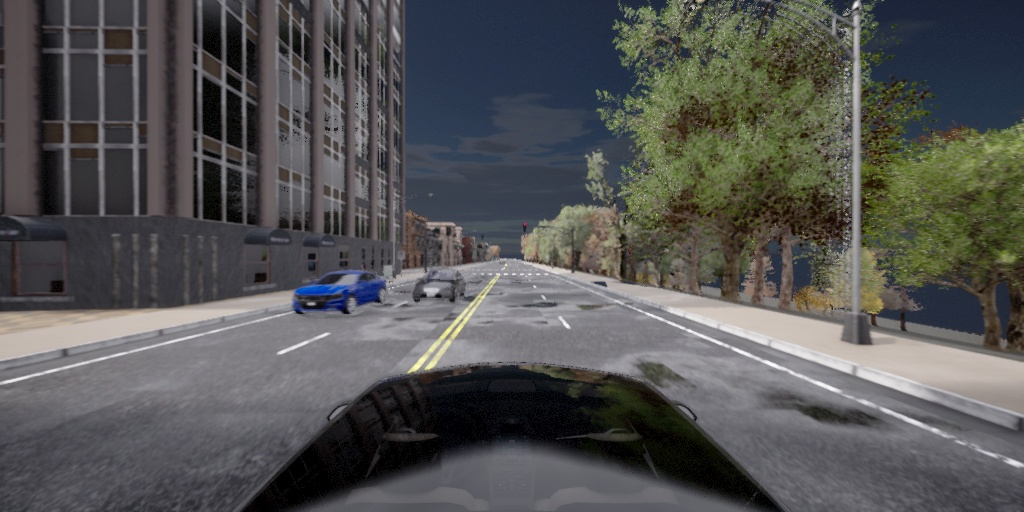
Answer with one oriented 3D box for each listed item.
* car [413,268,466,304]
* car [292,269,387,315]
[{"bbox_3d":[-3.348,1.361,17.283,2.128,1.511,4.902,0,-1,0],"label":"car"},{"bbox_3d":[-6.599,1.324,14.291,1.882,1.535,5.008,0,-1,0],"label":"car"}]
